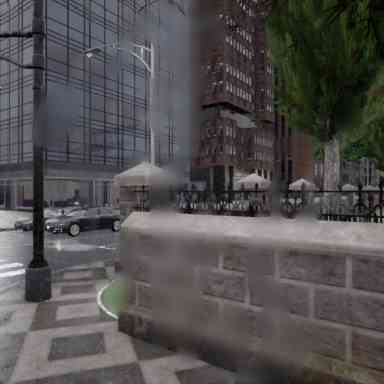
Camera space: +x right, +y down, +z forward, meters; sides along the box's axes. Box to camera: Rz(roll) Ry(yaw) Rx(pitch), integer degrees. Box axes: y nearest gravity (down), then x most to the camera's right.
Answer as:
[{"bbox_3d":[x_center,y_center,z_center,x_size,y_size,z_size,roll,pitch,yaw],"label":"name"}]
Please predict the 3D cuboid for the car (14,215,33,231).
[{"bbox_3d":[-8.393,1.632,20.193,2.008,1.369,4.403,0,-1,36],"label":"car"}]

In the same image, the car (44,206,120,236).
[{"bbox_3d":[-5.955,1.589,19.019,1.837,1.490,4.892,0,0,36],"label":"car"}]
